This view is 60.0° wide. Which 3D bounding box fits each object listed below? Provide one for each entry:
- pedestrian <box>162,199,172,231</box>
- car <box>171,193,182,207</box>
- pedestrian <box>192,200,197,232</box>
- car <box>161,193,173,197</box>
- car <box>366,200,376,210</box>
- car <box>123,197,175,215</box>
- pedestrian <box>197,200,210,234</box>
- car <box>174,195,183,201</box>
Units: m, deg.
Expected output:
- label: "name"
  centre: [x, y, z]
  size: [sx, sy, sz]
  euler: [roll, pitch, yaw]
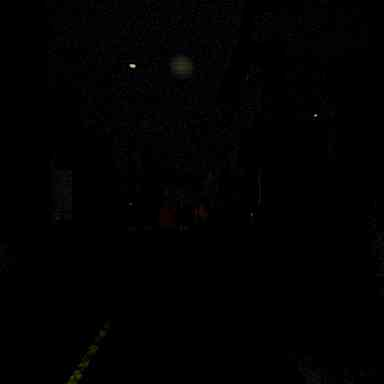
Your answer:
- label: "pedestrian"
  centre: [-1.376, 1.272, 18.924]
  size: [0.375, 1.860, 0.375]
  euler: [1, -1, 0]
- label: "car"
  centre: [-3.008, 1.177, 49.328]
  size: [2.150, 2.045, 5.566]
  euler: [0, 0, 0]
- label: "pedestrian"
  centre: [0.373, 1.290, 18.384]
  size: [0.375, 1.860, 0.375]
  euler: [1, -1, 0]
- label: "car"
  centre: [-4.748, 1.355, 36.430]
  size: [4.553, 1.767, 2.097]
  euler: [-1, 0, -1]
- label: "car"
  centre: [21.914, 1.148, 36.952]
  size: [4.553, 1.767, 2.097]
  euler: [-1, -1, -1]
- label: "car"
  centre: [-4.424, 1.516, 33.184]
  size: [4.892, 1.490, 1.837]
  euler: [-1, 0, -1]
- label: "pedestrian"
  centre: [0.602, 1.290, 17.745]
  size: [0.375, 1.860, 0.375]
  euler: [1, -1, 0]
- label: "car"
  centre: [-3.185, 1.379, 78.077]
  size: [1.882, 1.535, 5.008]
  euler: [0, 0, -1]
